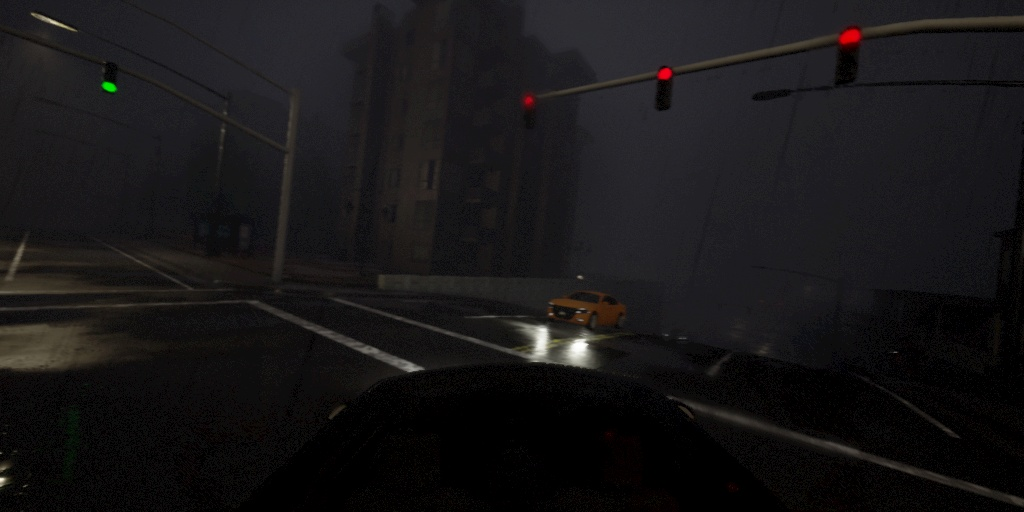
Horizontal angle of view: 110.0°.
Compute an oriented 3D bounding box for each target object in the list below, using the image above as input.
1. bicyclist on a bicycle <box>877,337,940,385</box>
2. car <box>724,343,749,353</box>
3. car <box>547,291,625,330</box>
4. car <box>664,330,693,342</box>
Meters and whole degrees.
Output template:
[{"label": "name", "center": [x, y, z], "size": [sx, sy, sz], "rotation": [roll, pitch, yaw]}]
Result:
[{"label": "bicyclist on a bicycle", "center": [14.995, 3.923, 13.569], "size": [1.656, 1.620, 0.582], "rotation": [7, -8, 37]}, {"label": "car", "center": [23.010, 10.102, 37.232], "size": [1.837, 1.490, 4.892], "rotation": [6, -10, 37]}, {"label": "car", "center": [3.386, 2.263, 15.640], "size": [1.882, 1.535, 5.008], "rotation": [6, -5, 36]}, {"label": "car", "center": [14.959, 7.387, 32.068], "size": [1.837, 1.490, 4.892], "rotation": [6, -13, 36]}]
